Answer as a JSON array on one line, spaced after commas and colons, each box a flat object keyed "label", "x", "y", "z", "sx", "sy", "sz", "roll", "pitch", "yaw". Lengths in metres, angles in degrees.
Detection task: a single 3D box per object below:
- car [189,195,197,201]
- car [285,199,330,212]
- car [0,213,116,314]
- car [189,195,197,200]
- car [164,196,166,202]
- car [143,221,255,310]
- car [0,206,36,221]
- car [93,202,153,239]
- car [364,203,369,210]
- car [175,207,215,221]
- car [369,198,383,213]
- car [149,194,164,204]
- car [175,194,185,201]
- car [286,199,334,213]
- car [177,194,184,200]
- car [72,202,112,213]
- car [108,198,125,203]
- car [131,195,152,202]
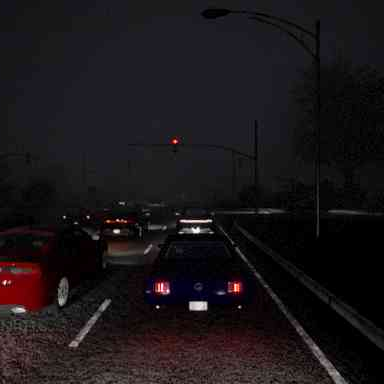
[{"label": "car", "x": 0.222, "y": 1.529, "z": 84.632, "sx": 1.837, "sy": 1.490, "sz": 4.892, "roll": 0, "pitch": 0, "yaw": 0}, {"label": "car", "x": 13.683, "y": 1.540, "z": 39.621, "sx": 4.674, "sy": 1.442, "sz": 1.812, "roll": 0, "pitch": 0, "yaw": 5}, {"label": "car", "x": -3.381, "y": 1.480, "z": 7.769, "sx": 1.882, "sy": 1.535, "sz": 5.008, "roll": 0, "pitch": 0, "yaw": 0}, {"label": "car", "x": 0.291, "y": 1.558, "z": 94.995, "sx": 2.128, "sy": 1.511, "sz": 4.902, "roll": 0, "pitch": 0, "yaw": 1}, {"label": "car", "x": -6.808, "y": 1.565, "z": 74.534, "sx": 2.033, "sy": 1.411, "sz": 5.357, "roll": 0, "pitch": 0, "yaw": 0}, {"label": "car", "x": 0.120, "y": 1.604, "z": 7.741, "sx": 1.895, "sy": 1.301, "sz": 4.718, "roll": 0, "pitch": 0, "yaw": 0}, {"label": "car", "x": -10.551, "y": 1.532, "z": 18.954, "sx": 1.812, "sy": 1.442, "sz": 4.674, "roll": 0, "pitch": 0, "yaw": 0}, {"label": "car", "x": -3.356, "y": 1.511, "z": 17.267, "sx": 1.837, "sy": 1.490, "sz": 4.892, "roll": 0, "pitch": 0, "yaw": 0}, {"label": "car", "x": 22.859, "y": 1.497, "z": 39.101, "sx": 4.902, "sy": 1.511, "sz": 2.128, "roll": 0, "pitch": 0, "yaw": 3}, {"label": "car", "x": 0.153, "y": 1.497, "z": 17.003, "sx": 2.128, "sy": 1.511, "sz": 4.902, "roll": 0, "pitch": 0, "yaw": -1}, {"label": "car", "x": 22.234, "y": 1.483, "z": 35.630, "sx": 5.008, "sy": 1.535, "sz": 1.882, "roll": 0, "pitch": 0, "yaw": 3}, {"label": "car", "x": -6.898, "y": 1.622, "z": 62.738, "sx": 1.895, "sy": 1.301, "sz": 4.718, "roll": 0, "pitch": 0, "yaw": 1}, {"label": "car", "x": -3.278, "y": 1.561, "z": 84.627, "sx": 2.033, "sy": 1.411, "sz": 5.357, "roll": 0, "pitch": 0, "yaw": 0}, {"label": "car", "x": 12.813, "y": 1.504, "z": 36.167, "sx": 4.902, "sy": 1.511, "sz": 2.128, "roll": 0, "pitch": 0, "yaw": 3}, {"label": "car", "x": -3.210, "y": 1.360, "z": 95.035, "sx": 1.882, "sy": 1.535, "sz": 5.008, "roll": 0, "pitch": 0, "yaw": 1}, {"label": "car", "x": -7.043, "y": 1.608, "z": 22.406, "sx": 1.895, "sy": 1.301, "sz": 4.718, "roll": 0, "pitch": 0, "yaw": 0}, {"label": "car", "x": -10.481, "y": 1.563, "z": 45.663, "sx": 2.033, "sy": 1.411, "sz": 5.357, "roll": 0, "pitch": 0, "yaw": 0}, {"label": "car", "x": -6.983, "y": 1.493, "z": 44.695, "sx": 1.882, "sy": 1.535, "sz": 5.008, "roll": 0, "pitch": 0, "yaw": 0}]
